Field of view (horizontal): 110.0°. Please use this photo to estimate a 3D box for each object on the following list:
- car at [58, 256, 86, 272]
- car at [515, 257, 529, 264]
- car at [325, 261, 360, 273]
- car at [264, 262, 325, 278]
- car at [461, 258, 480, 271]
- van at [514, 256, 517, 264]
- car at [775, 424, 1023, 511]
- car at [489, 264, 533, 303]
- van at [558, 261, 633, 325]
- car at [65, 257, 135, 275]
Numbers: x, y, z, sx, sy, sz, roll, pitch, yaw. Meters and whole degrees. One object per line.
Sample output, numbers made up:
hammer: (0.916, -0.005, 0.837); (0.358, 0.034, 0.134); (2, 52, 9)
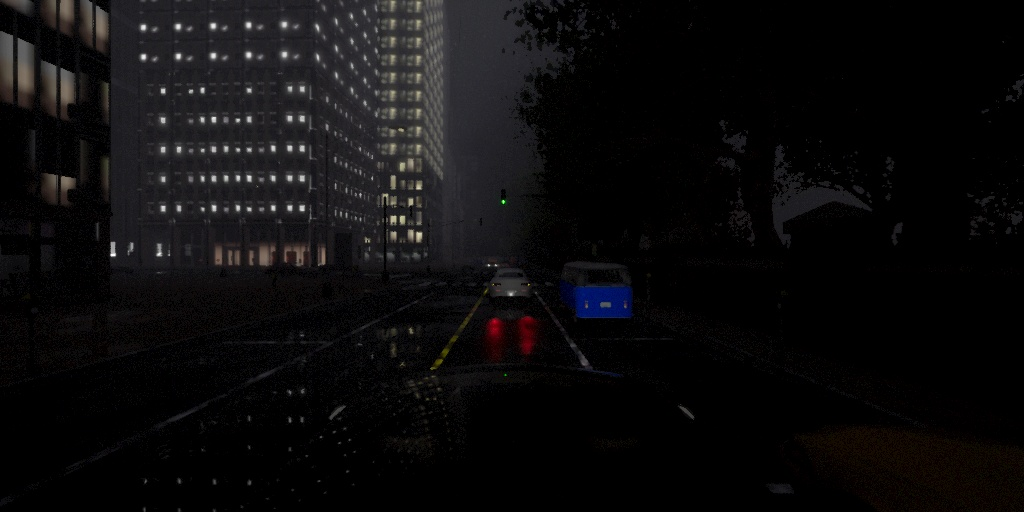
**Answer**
car: (-40.204, 0.837, 30.840); (4.829, 1.417, 1.751); (0, 0, 2)
car: (1.812, 1.254, 55.300); (1.751, 1.417, 4.829); (0, 0, -2)
car: (-18.289, 1.122, 37.913); (4.207, 1.307, 1.802); (0, 0, 3)
car: (-18.301, 1.145, 29.799); (4.207, 1.307, 1.802); (0, 0, 3)
car: (-5.909, 1.283, 49.197); (2.007, 1.370, 4.403); (0, 0, -1)
van: (1.654, 1.065, 60.672); (1.690, 1.789, 3.998); (0, 0, -2)
car: (2.710, 1.273, 0.506); (1.751, 1.417, 4.829); (0, 0, 0)
car: (-0.058, 1.280, 16.539); (1.812, 1.442, 4.674); (0, 0, 0)
van: (2.539, 1.088, 11.585); (1.690, 1.789, 3.998); (0, 0, 0)
car: (-34.830, 0.957, 30.638); (4.207, 1.307, 1.802); (0, 0, 3)
